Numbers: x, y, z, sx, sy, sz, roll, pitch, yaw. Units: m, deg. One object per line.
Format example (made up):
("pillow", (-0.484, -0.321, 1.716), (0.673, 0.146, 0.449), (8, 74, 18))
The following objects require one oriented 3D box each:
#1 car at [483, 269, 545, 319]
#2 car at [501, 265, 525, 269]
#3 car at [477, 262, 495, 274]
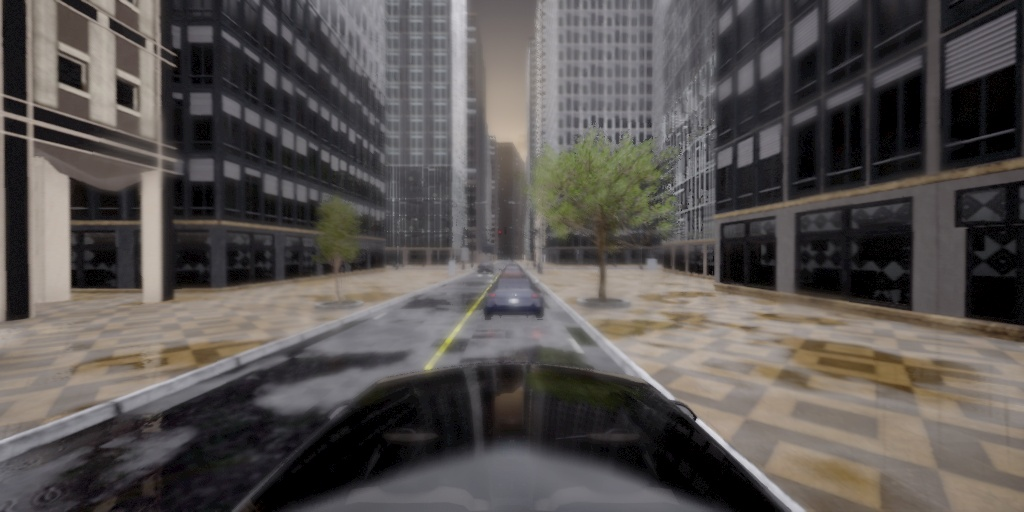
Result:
("car", (0.070, 1.335, 12.855), (1.994, 1.385, 4.181), (0, 0, 0))
("car", (0.070, 1.370, 27.747), (1.994, 1.385, 4.181), (0, 0, 0))
("car", (-3.047, 1.395, 42.768), (2.033, 1.411, 5.357), (0, 0, 1))
